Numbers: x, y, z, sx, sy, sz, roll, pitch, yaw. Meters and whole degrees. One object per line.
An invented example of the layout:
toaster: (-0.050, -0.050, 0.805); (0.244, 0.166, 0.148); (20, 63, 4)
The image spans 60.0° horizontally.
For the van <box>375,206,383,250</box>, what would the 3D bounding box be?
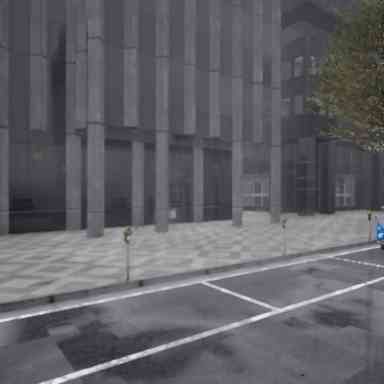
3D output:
van: (8.698, 1.339, 12.850); (3.998, 1.788, 1.690); (0, 0, -35)
